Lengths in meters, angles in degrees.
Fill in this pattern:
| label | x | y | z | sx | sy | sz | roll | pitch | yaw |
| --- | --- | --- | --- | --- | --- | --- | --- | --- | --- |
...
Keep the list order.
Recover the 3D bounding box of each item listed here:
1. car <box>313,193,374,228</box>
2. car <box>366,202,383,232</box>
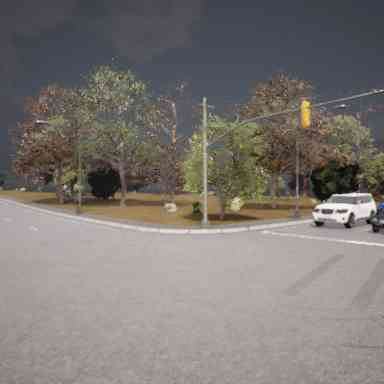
| label | x | y | z | sx | sy | sz | roll | pitch | yaw |
| --- | --- | --- | --- | --- | --- | --- | --- | --- | --- |
| car | 9.964 | 1.111 | 21.455 | 5.566 | 2.045 | 2.150 | 0 | 0 | -42 |
| car | 11.483 | 1.413 | 18.123 | 4.674 | 1.442 | 1.812 | 0 | 0 | -42 |
